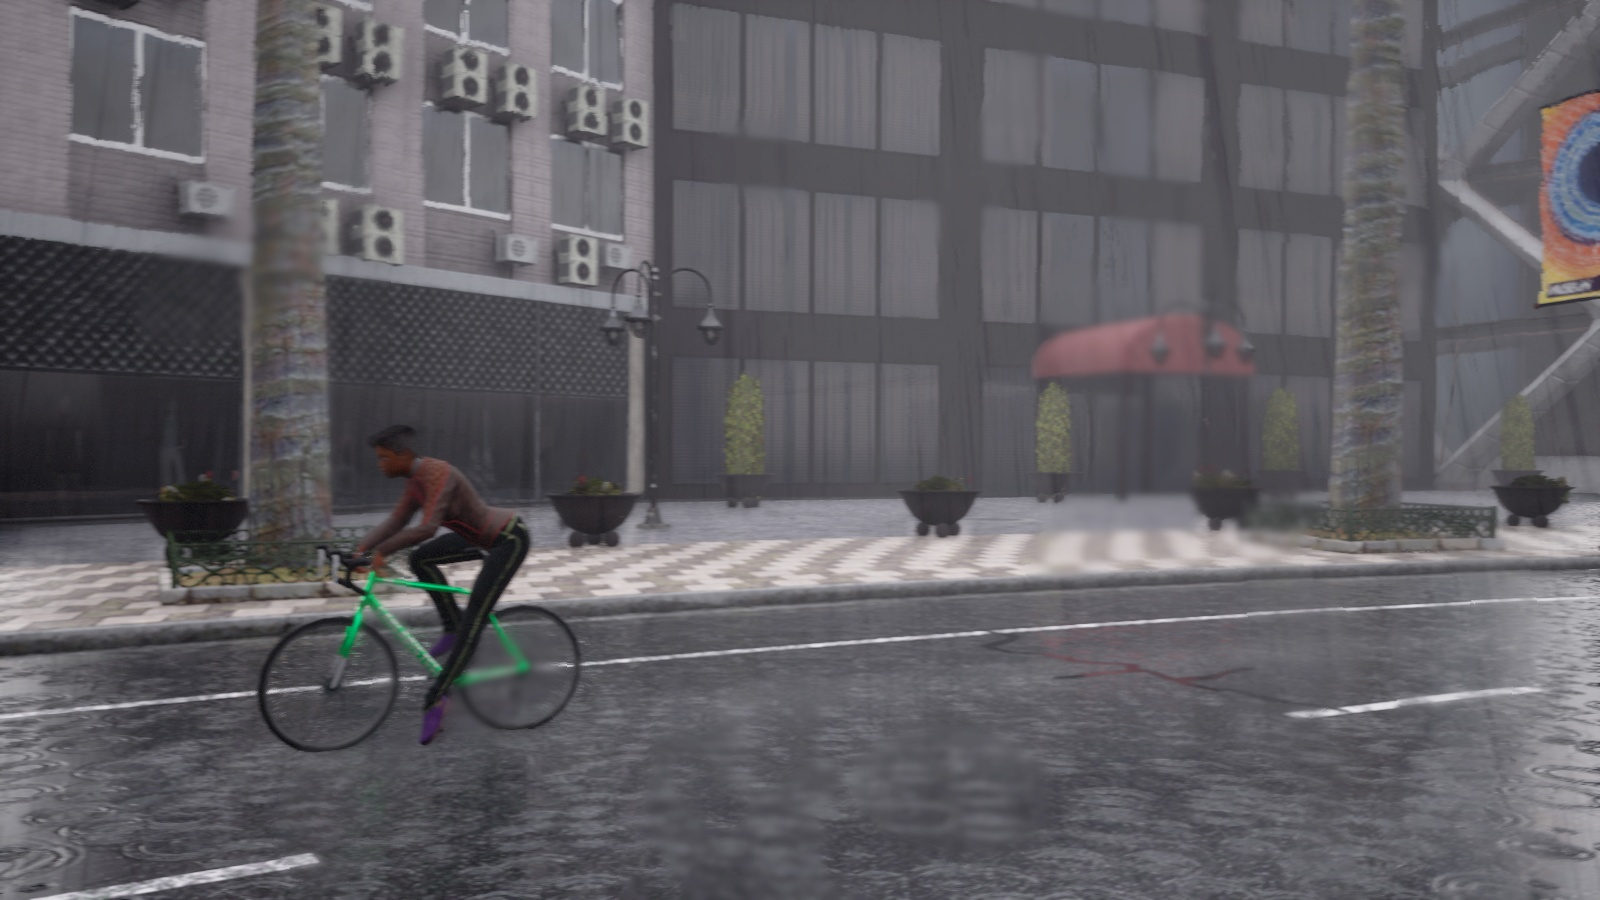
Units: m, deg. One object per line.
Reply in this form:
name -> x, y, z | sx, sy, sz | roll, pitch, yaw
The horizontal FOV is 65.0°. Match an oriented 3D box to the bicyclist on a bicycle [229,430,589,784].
bicyclist on a bicycle -> -1.972, 0.711, 6.412 | 1.656, 1.620, 0.582 | 0, 0, -31
